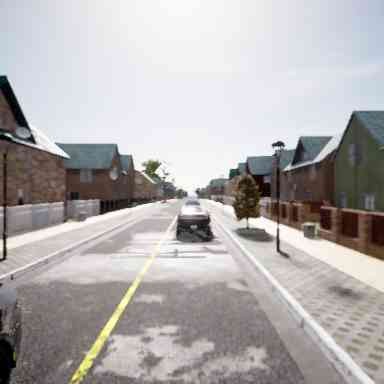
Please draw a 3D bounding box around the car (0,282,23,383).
[{"bbox_3d":[-2.848,1.492,1.845,2.128,1.511,4.902,0,0,0],"label":"car"}]

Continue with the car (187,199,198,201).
[{"bbox_3d":[0.079,1.565,41.861,1.882,1.535,5.008,0,0,0],"label":"car"}]

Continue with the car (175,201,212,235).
[{"bbox_3d":[0.089,1.513,18.838,2.128,1.511,4.902,0,0,0],"label":"car"}]
